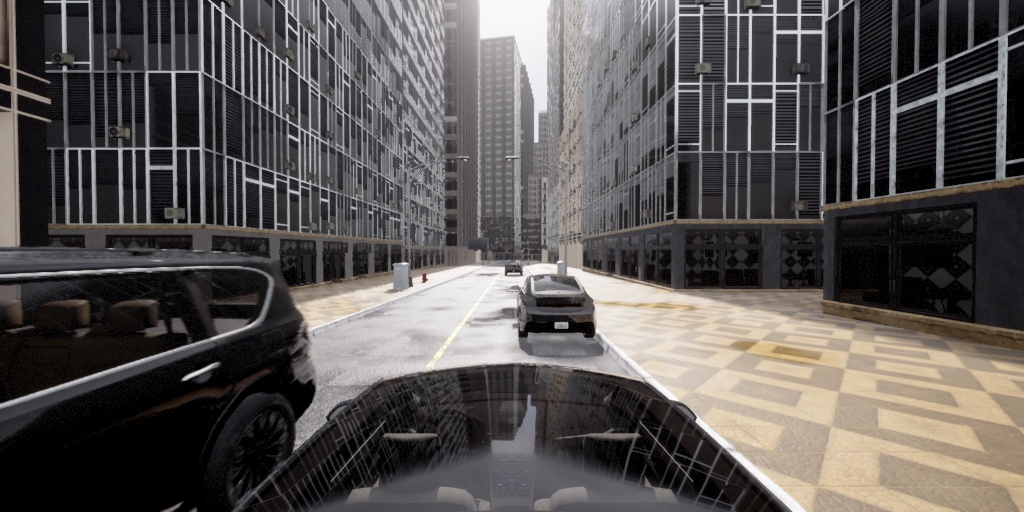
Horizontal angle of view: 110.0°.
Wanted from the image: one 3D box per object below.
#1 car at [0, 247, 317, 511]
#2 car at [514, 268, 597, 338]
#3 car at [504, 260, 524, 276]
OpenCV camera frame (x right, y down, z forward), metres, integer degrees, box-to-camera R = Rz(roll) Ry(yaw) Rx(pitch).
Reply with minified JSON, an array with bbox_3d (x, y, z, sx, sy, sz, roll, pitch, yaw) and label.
[{"bbox_3d":[-3.001,0.972,1.260,2.150,2.045,5.566,0,0,0],"label":"car"},{"bbox_3d":[1.075,1.255,10.168,1.837,1.490,4.892,0,0,0],"label":"car"},{"bbox_3d":[0.180,1.263,37.845,1.837,1.490,4.892,0,0,0],"label":"car"}]
